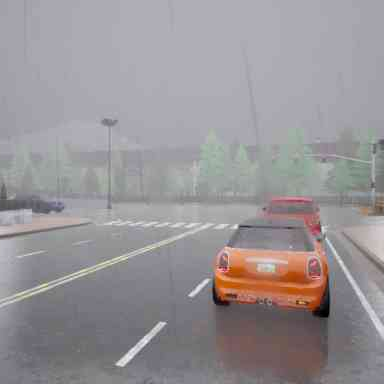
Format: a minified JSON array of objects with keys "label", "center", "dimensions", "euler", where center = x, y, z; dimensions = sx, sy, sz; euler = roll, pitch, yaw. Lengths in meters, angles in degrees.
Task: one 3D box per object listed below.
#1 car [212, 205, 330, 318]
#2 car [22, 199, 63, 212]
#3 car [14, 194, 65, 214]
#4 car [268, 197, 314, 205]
[{"label":"car","center":[1.994,1.352,7.823],"dimensions":[2.097,1.767,4.553],"euler":[0,0,19]},{"label":"car","center":[-17.649,1.555,39.297],"dimensions":[4.181,1.385,1.994],"euler":[0,0,16]},{"label":"car","center":[-16.273,1.217,35.262],"dimensions":[5.566,2.045,2.150],"euler":[0,0,16]},{"label":"car","center":[4.167,1.221,14.098],"dimensions":[2.150,2.045,5.566],"euler":[0,0,16]}]
